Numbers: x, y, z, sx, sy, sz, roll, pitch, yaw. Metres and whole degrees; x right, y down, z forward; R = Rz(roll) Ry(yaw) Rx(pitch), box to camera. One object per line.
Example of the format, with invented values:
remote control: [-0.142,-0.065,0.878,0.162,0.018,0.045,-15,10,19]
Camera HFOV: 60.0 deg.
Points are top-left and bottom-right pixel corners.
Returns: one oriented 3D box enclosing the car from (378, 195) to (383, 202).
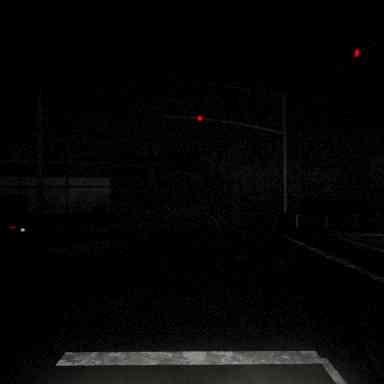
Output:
car: [38.686,1.154,62.739,5.027,1.636,2.152,0,0,0]

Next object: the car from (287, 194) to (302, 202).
car: [21.291,1.097,65.809,4.605,1.855,1.932,0,0,0]

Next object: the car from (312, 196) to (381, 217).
car: [13.063,1.340,28.344,4.514,1.523,2.007,0,0,0]

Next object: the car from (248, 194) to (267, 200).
car: [18.080,1.334,91.697,4.902,1.511,2.128,0,0,0]

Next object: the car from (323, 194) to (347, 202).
car: [31.274,1.298,72.790,4.514,1.523,2.007,0,0,0]

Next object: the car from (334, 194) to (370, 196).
car: [20.626,1.320,43.357,3.633,1.501,1.845,0,0,0]

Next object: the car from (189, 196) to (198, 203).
car: [0.232,1.547,69.759,2.033,1.411,5.357,0,0,0]

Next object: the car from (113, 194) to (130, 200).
car: [-19.455,1.333,91.650,4.674,1.442,1.812,0,0,0]

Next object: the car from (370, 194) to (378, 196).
car: [38.338,1.232,69.156,3.806,1.475,1.970,0,0,0]

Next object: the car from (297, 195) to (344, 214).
car: [12.999,1.330,31.481,5.027,1.636,2.152,0,0,0]

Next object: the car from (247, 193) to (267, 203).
car: [12.812,1.361,65.738,3.806,1.475,1.970,0,0,0]

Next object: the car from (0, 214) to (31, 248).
car: [-9.091,1.564,13.934,4.181,1.385,1.994,0,0,-1]

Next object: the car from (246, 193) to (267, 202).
car: [13.410,1.077,69.065,3.866,1.878,1.905,0,0,0]
